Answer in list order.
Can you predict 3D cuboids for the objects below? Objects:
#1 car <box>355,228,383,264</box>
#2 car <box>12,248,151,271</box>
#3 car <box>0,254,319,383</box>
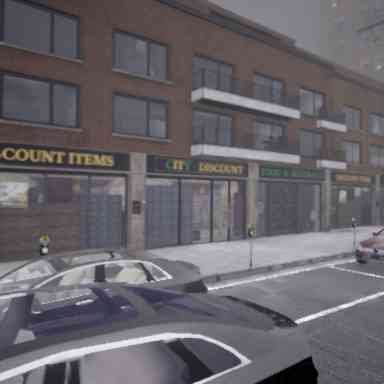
[{"bbox_3d":[7.237,1.746,11.247,4.206,1.307,1.802,1,-1,-35],"label":"car"},{"bbox_3d":[-1.787,1.579,4.892,4.403,1.369,2.008,1,-1,-35],"label":"car"},{"bbox_3d":[-1.226,1.498,2.060,4.902,1.511,2.128,1,-1,-35],"label":"car"}]
